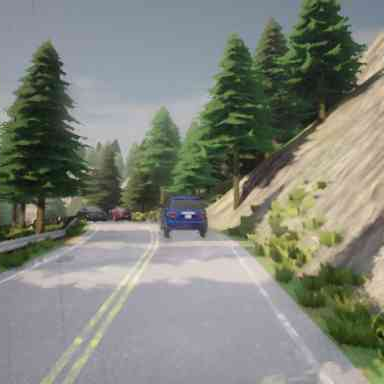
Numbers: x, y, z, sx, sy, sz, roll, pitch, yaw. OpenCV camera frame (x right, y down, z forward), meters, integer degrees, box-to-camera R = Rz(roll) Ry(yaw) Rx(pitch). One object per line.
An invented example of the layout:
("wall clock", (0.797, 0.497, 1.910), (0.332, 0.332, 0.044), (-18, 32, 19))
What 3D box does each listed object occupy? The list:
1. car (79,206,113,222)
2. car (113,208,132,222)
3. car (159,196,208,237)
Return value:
("car", (-9.796, 2.177, 32.489), (1.837, 1.490, 4.892), (4, -7, -35))
("car", (-8.079, 2.512, 35.844), (1.812, 1.442, 4.674), (4, -7, -36))
("car", (-0.583, 1.268, 18.434), (2.150, 2.045, 5.566), (1, -1, -9))
